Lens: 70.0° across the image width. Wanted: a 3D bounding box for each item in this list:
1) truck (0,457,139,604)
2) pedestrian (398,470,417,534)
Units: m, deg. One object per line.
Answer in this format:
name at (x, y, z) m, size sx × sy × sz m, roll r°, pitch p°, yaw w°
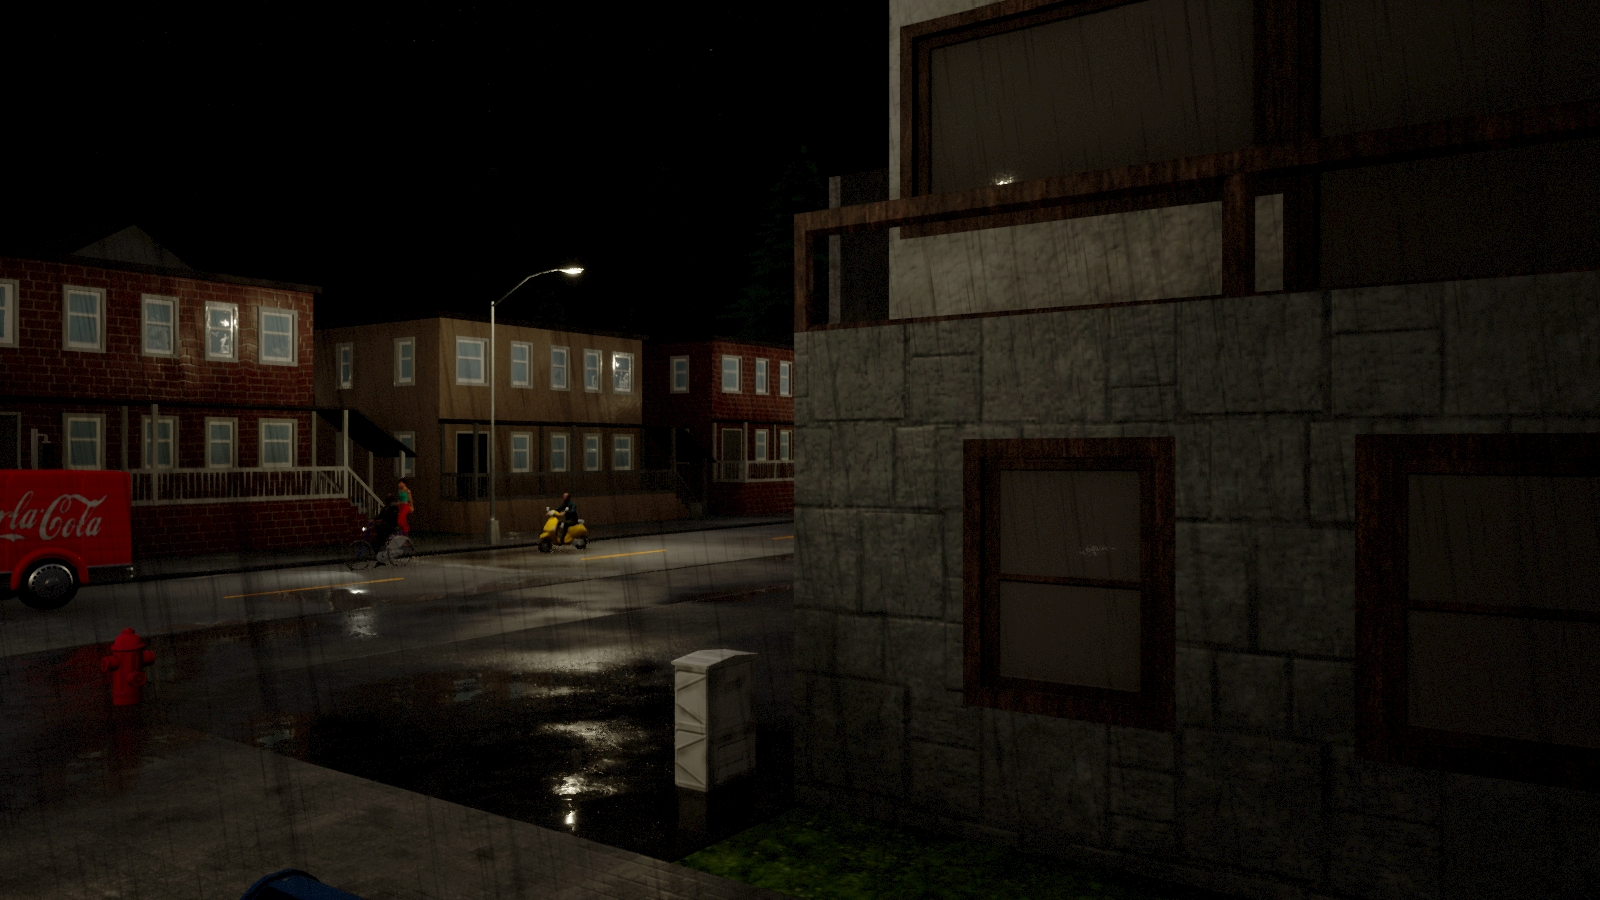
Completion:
truck at (-14.763, 1.346, 19.685) m, size 2.627 × 2.467 × 5.204 m, roll 0°, pitch -1°, yaw 37°
pedestrian at (-11.455, 1.512, 33.310) m, size 0.375 × 1.860 × 0.375 m, roll 0°, pitch 0°, yaw 37°
